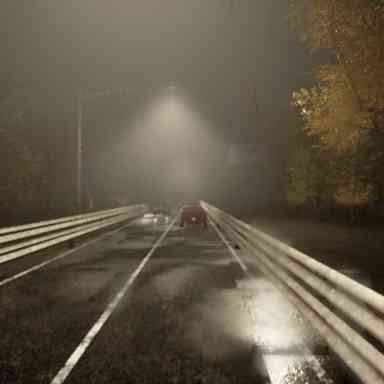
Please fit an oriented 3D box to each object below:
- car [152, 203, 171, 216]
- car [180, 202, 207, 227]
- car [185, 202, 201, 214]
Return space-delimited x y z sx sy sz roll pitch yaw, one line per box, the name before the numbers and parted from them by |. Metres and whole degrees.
car | -3.323 1.944 37.823 2.033 1.411 5.357 0 -1 0
car | 0.122 1.741 25.251 1.882 1.535 5.008 0 -1 0
car | 0.124 1.965 41.861 1.812 1.442 4.674 0 -1 0
